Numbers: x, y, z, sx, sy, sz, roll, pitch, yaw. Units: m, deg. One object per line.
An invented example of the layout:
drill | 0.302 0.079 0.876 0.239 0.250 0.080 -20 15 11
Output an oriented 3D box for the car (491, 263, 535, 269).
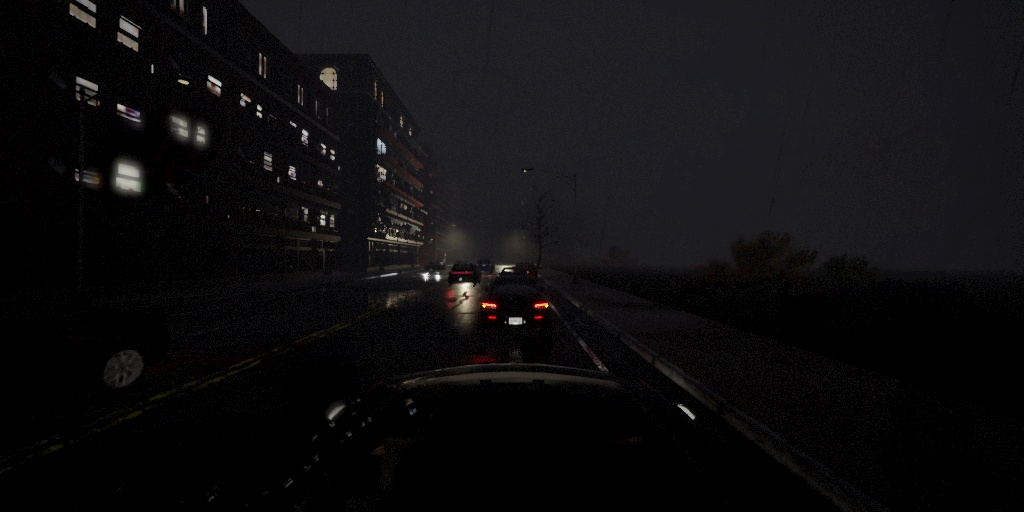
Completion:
car | 0.062 1.317 20.434 1.994 1.385 4.181 0 0 0

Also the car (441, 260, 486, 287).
car | -3.199 1.245 24.823 2.128 1.511 4.902 0 0 0

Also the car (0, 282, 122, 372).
car | -9.860 1.298 5.457 2.033 1.411 5.357 0 0 0

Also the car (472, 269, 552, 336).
car | 0.074 1.277 10.267 1.812 1.442 4.674 0 0 0

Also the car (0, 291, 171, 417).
car | -6.605 1.228 3.806 1.882 1.535 5.008 0 0 0

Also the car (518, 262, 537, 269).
car | 1.079 1.231 29.962 1.882 1.535 5.008 0 0 0

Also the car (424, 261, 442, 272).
car | -9.942 1.353 46.315 1.895 1.301 4.718 0 0 0

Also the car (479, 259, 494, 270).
car | -3.234 1.109 43.065 2.097 1.767 4.553 0 0 -1
